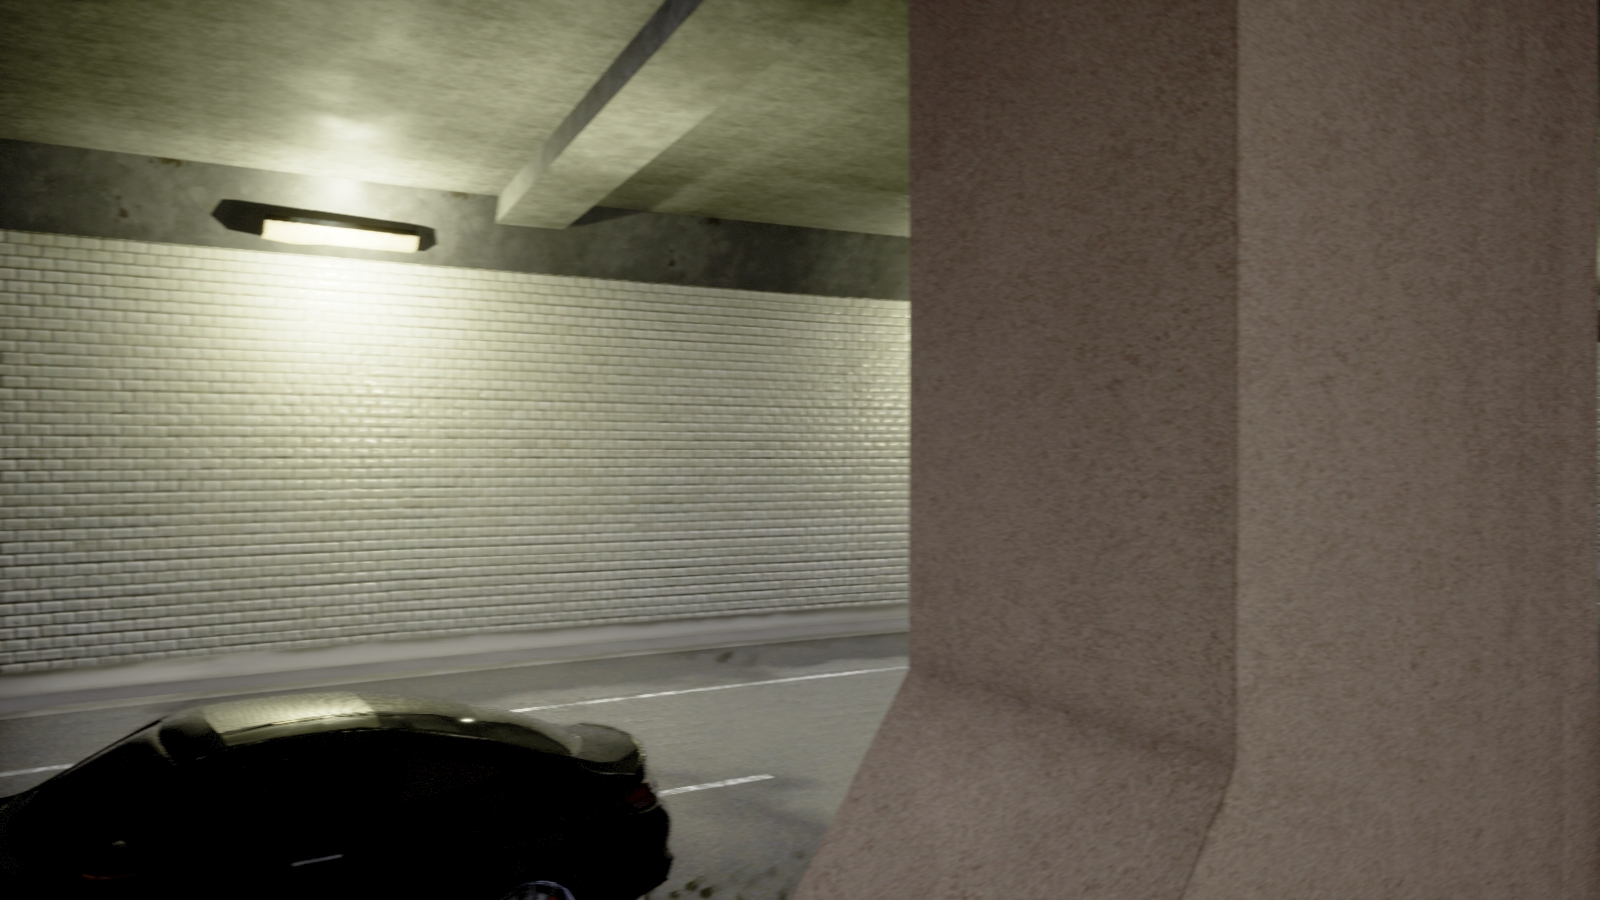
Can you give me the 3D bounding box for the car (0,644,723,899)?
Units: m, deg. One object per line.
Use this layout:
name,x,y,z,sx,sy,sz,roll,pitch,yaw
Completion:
car,-2.933,2.080,5.893,4.674,1.442,2.002,0,0,-32
